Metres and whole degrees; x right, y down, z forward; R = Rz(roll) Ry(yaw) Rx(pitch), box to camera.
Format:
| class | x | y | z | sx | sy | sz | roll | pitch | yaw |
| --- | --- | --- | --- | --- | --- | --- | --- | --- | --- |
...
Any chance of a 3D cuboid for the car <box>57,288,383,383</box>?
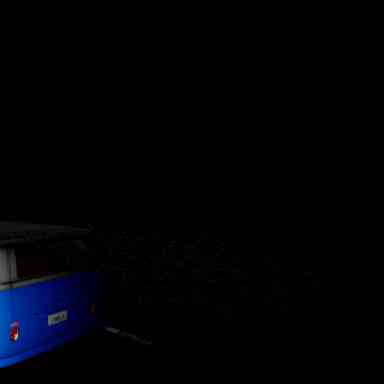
| class | x | y | z | sx | sy | sz | roll | pitch | yaw |
| --- | --- | --- | --- | --- | --- | --- | --- | --- | --- |
| car | 1.369 | 1.545 | 1.987 | 4.507 | 1.381 | 1.887 | 0 | 0 | 36 |

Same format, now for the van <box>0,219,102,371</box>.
| class | x | y | z | sx | sy | sz | roll | pitch | yaw |
| --- | --- | --- | --- | --- | --- | --- | --- | --- | --- |
| van | -3.189 | 1.341 | 5.256 | 3.998 | 1.788 | 1.690 | 0 | 0 | 36 |
